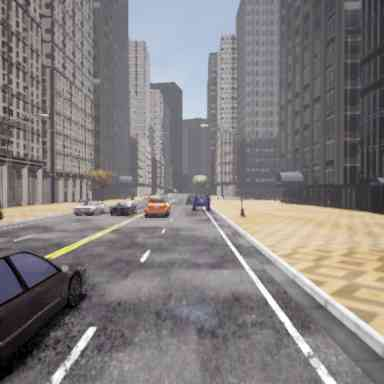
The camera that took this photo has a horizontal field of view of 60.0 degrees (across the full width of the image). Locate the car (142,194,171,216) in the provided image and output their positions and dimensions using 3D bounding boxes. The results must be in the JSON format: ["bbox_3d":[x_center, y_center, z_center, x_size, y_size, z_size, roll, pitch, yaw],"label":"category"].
[{"bbox_3d":[-3.146,1.313,31.472,2.097,1.767,4.553,0,0,0],"label":"car"}]

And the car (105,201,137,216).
[{"bbox_3d":[-6.586,1.561,32.073,1.895,1.301,4.718,0,0,0],"label":"car"}]

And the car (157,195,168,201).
[{"bbox_3d":[-6.489,1.305,73.308,2.033,1.411,5.357,0,0,0],"label":"car"}]

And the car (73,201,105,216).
[{"bbox_3d":[-9.836,1.562,32.054,1.895,1.301,4.718,0,0,0],"label":"car"}]

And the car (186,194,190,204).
[{"bbox_3d":[0.010,1.280,59.806,2.097,1.767,4.553,0,0,0],"label":"car"}]

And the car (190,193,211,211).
[{"bbox_3d":[1.144,1.174,40.575,2.150,2.045,5.566,0,0,0],"label":"car"}]

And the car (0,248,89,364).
[{"bbox_3d":[-3.150,1.542,4.778,2.033,1.411,5.357,0,0,0],"label":"car"}]

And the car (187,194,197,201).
[{"bbox_3d":[0.012,1.247,76.767,2.128,1.511,4.902,0,0,0],"label":"car"}]
